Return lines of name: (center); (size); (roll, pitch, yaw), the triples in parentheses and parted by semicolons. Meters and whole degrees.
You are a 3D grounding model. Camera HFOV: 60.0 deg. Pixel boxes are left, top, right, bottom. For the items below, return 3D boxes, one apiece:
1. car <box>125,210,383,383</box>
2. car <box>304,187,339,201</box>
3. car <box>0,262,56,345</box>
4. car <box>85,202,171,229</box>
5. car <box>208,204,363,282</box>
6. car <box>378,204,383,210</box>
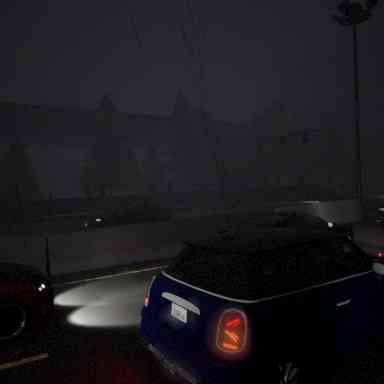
car: (1.581, 1.313, 4.907); (4.553, 1.767, 2.097); (-1, 1, -36)
car: (13.938, 0.168, 35.720); (4.181, 1.385, 1.994); (-4, 2, -36)
car: (-4.314, 1.565, 4.975); (4.181, 1.385, 1.994); (0, 0, -35)
car: (-3.524, 1.361, 18.735); (4.902, 1.511, 2.128); (-2, 1, -36)
car: (3.058, 1.321, 10.295); (5.008, 1.535, 1.882); (-3, 1, -36)
car: (10.679, 0.865, 15.816); (4.902, 1.511, 2.128); (-4, 2, -36)
